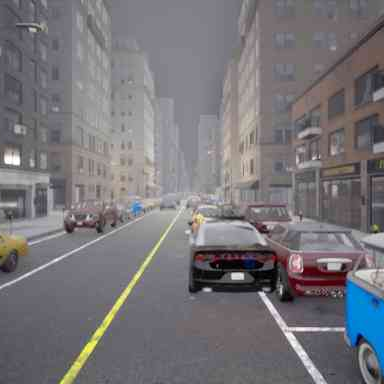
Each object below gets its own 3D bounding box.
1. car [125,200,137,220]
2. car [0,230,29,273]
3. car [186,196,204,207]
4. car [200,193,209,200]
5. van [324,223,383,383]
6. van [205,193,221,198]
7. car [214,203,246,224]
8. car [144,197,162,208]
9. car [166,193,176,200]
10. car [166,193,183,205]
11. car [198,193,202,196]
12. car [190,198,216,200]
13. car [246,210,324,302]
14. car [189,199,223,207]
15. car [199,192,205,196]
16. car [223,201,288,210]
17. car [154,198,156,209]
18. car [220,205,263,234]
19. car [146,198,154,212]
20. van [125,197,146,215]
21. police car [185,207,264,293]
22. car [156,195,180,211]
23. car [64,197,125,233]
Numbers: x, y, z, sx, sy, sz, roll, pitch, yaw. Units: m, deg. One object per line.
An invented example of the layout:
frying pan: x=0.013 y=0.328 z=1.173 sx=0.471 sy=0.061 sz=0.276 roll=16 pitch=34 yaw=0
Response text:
car: x=-5.726 y=1.532 z=25.278 sx=2.008 sy=1.369 sz=4.403 roll=0 pitch=0 yaw=0
car: x=-5.817 y=1.520 z=8.104 sx=1.752 sy=1.417 sz=4.829 roll=0 pitch=0 yaw=0
car: x=0.227 y=1.523 z=43.260 sx=1.994 sy=1.385 sz=4.181 roll=0 pitch=0 yaw=0
car: x=3.124 y=1.190 z=86.289 sx=2.192 sy=1.841 sz=5.009 roll=0 pitch=0 yaw=0
van: x=2.679 y=1.339 z=2.569 sx=1.690 sy=1.788 sz=3.998 roll=0 pitch=0 yaw=0
van: x=2.890 y=1.302 z=42.255 sx=1.690 sy=1.788 sz=3.998 roll=0 pitch=0 yaw=0
car: x=2.799 y=1.547 z=25.246 sx=1.947 sy=1.339 sz=4.313 roll=0 pitch=0 yaw=0
car: x=-5.605 y=1.501 z=47.951 sx=2.008 sy=1.369 sz=4.403 roll=0 pitch=0 yaw=0
car: x=-5.402 y=1.190 z=86.319 sx=2.192 sy=1.841 sz=5.009 roll=0 pitch=0 yaw=0
car: x=-2.722 y=1.420 z=52.909 sx=1.882 sy=1.535 sz=5.008 roll=0 pitch=0 yaw=0
car: x=0.279 y=1.419 z=53.157 sx=1.882 sy=1.535 sz=5.008 roll=0 pitch=0 yaw=0
car: x=0.915 y=1.486 z=24.890 sx=1.837 sy=1.490 sz=4.892 roll=0 pitch=0 yaw=0
car: x=2.709 y=1.434 z=8.239 sx=1.967 sy=1.590 sz=4.097 roll=0 pitch=0 yaw=0
car: x=0.886 y=1.442 z=19.079 sx=1.801 sy=1.575 sz=5.366 roll=0 pitch=0 yaw=0
car: x=3.065 y=1.340 z=75.119 sx=1.967 sy=1.590 sz=4.097 roll=0 pitch=0 yaw=0
car: x=2.739 y=1.305 z=13.907 sx=2.192 sy=1.841 sz=5.009 roll=0 pitch=0 yaw=0
car: x=-5.637 y=1.486 z=42.114 sx=1.752 sy=1.417 sz=4.829 roll=0 pitch=0 yaw=0
car: x=2.770 y=1.551 z=19.577 sx=1.947 sy=1.339 sz=4.313 roll=0 pitch=0 yaw=0
car: x=-5.666 y=1.496 z=36.445 sx=1.752 sy=1.417 sz=4.829 roll=0 pitch=0 yaw=0
van: x=-5.696 y=1.318 z=30.946 sx=1.690 sy=1.788 sz=3.998 roll=0 pitch=0 yaw=0
police car: x=0.843 y=1.419 z=8.984 sx=1.930 sy=1.638 sz=5.238 roll=0 pitch=0 yaw=-1
car: x=-2.858 y=1.471 z=40.291 sx=1.837 sy=1.490 sz=4.892 roll=0 pitch=0 yaw=1
car: x=-5.756 y=1.300 z=19.610 sx=2.192 sy=1.841 sz=5.009 roll=0 pitch=0 yaw=0
